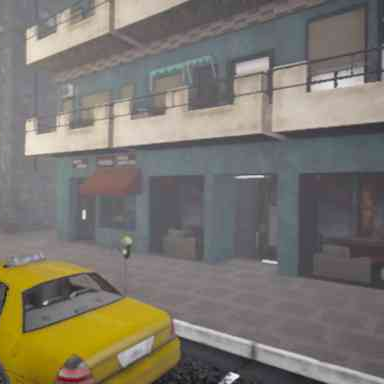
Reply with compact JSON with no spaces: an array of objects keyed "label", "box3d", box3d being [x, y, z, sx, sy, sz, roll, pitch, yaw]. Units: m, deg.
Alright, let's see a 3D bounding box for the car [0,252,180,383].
[{"label":"car","box3d":[-2.424,1.521,4.586,4.829,1.417,1.752,0,1,35]}]
